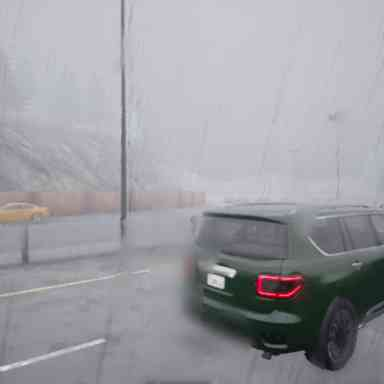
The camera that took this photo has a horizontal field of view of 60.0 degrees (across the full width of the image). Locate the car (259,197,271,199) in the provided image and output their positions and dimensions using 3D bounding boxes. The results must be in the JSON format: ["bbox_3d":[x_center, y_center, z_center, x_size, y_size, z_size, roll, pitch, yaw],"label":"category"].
[{"bbox_3d":[10.087,1.475,46.156,2.128,1.511,4.902,0,0,20],"label":"car"}]

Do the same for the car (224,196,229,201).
[{"bbox_3d":[6.998,1.519,61.481,1.837,1.490,4.892,0,0,9],"label":"car"}]

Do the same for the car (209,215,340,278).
[{"bbox_3d":[2.899,1.596,11.031,4.718,1.301,1.895,0,0,-42],"label":"car"}]

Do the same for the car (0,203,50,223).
[{"bbox_3d":[-13.377,1.578,24.884,5.008,1.535,1.882,0,0,-41],"label":"car"}]

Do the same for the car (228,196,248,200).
[{"bbox_3d":[7.247,1.550,48.326,2.033,1.411,5.357,0,0,21],"label":"car"}]

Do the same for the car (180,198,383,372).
[{"bbox_3d":[2.367,1.215,5.939,5.566,2.045,2.150,0,0,-40],"label":"car"}]

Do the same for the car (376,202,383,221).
[{"bbox_3d":[16.236,1.533,27.000,1.895,1.301,4.718,0,0,33],"label":"car"}]

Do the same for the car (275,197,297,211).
[{"bbox_3d":[11.671,1.448,40.933,1.882,1.535,5.008,0,0,24],"label":"car"}]
